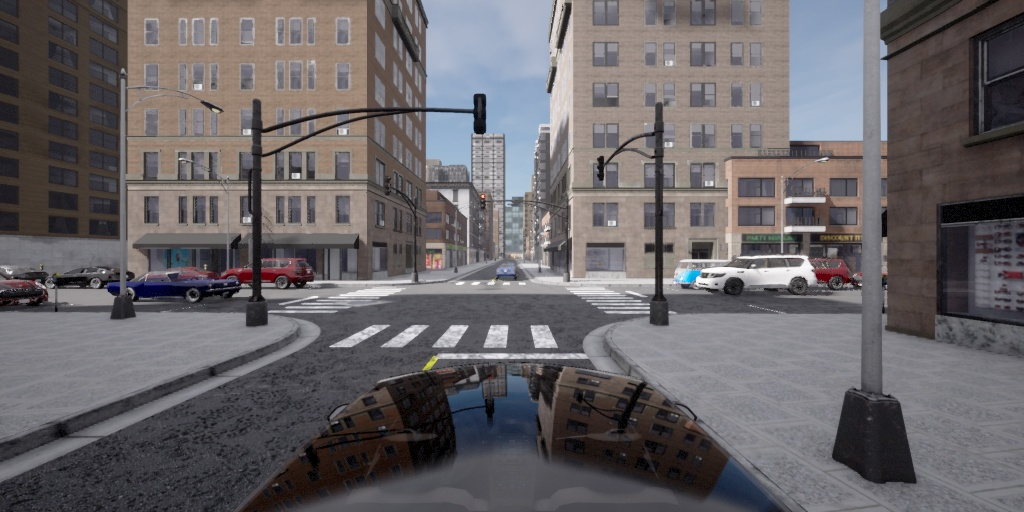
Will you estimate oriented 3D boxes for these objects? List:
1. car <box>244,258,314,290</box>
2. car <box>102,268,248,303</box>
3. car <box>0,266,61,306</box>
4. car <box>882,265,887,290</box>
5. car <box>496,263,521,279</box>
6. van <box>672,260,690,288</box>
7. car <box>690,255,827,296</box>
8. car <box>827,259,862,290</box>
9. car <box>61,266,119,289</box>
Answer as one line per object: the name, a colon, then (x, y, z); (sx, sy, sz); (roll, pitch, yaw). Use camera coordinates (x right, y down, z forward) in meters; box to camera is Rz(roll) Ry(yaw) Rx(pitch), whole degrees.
car: (-14.904, 1.059, 22.081); (5.009, 1.841, 2.192); (0, 0, 0)
car: (-14.997, 1.345, 16.139); (4.718, 1.301, 1.895); (0, 0, 3)
car: (-20.454, 1.179, 13.589); (4.097, 1.591, 1.967); (0, 0, 0)
car: (23.235, 1.216, 21.850); (4.097, 1.591, 1.967); (0, 0, 0)
car: (-0.274, 1.311, 32.535); (2.033, 1.411, 5.357); (0, 0, 6)
van: (12.043, 1.108, 21.918); (3.998, 1.789, 1.690); (0, 0, 0)
car: (12.966, 0.984, 19.153); (5.566, 2.045, 2.150); (-1, 0, 0)
car: (17.639, 1.086, 21.884); (5.009, 1.841, 2.192); (0, 0, 0)
car: (-25.951, 1.300, 22.148); (4.313, 1.339, 1.948); (0, 0, 0)
